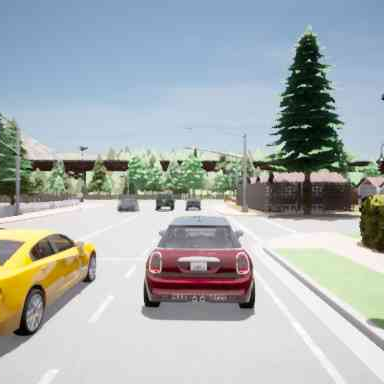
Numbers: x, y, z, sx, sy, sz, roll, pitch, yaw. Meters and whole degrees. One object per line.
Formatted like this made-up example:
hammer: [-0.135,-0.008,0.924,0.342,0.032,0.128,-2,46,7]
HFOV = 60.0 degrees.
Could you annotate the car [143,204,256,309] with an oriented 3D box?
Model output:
car: [0.210,1.350,8.065,2.097,1.767,4.553,0,0,2]

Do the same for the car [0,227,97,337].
car: [-3.406,1.476,6.692,1.882,1.535,5.008,0,0,0]

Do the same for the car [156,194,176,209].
car: [-3.316,1.208,42.133,2.150,2.045,5.566,0,0,0]

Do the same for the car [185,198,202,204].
car: [0.184,1.492,42.749,1.837,1.490,4.892,0,0,0]

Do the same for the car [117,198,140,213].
car: [-7.016,1.493,36.890,1.837,1.490,4.892,0,0,0]
